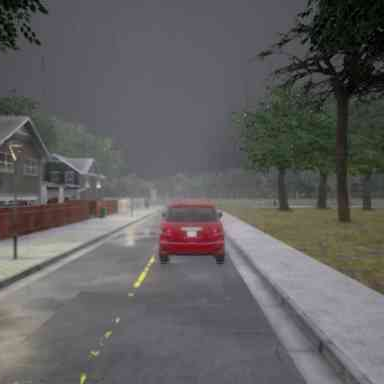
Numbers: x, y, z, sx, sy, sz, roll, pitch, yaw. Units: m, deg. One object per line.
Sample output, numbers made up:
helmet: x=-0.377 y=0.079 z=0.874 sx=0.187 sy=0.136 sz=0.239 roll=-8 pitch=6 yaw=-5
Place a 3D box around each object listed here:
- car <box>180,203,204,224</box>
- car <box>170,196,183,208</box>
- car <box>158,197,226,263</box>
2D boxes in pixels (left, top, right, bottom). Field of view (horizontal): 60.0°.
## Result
car: x=0.021 y=1.794 z=28.499 sx=1.837 sy=1.490 sz=4.892 roll=0 pitch=0 yaw=1
car: x=-2.764 y=1.843 z=60.732 sx=2.150 sy=2.045 sz=5.566 roll=0 pitch=-1 yaw=0
car: x=0.010 y=1.352 z=12.580 sx=2.150 sy=2.045 sz=5.566 roll=0 pitch=0 yaw=0
